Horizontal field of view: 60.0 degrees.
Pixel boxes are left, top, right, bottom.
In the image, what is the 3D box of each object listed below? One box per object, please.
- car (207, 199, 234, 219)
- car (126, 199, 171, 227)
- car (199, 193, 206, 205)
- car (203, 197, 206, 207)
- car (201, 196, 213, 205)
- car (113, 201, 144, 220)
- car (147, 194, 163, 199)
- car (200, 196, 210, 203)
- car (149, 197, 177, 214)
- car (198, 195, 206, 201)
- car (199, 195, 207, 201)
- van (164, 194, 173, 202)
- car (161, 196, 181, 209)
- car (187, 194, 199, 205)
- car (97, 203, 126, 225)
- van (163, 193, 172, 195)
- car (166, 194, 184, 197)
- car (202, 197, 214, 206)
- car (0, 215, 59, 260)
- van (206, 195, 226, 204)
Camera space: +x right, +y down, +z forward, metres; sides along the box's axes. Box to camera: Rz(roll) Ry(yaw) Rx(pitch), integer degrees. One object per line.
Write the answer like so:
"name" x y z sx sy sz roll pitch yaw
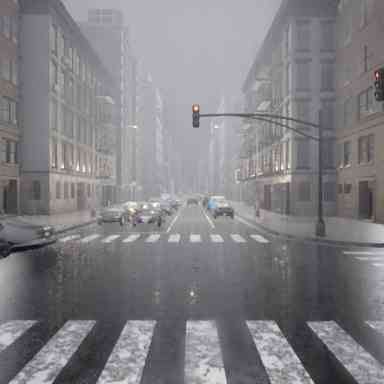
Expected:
"car" 2.637 1.544 28.894 2.008 1.369 4.403 0 0 0
"car" -2.851 1.486 22.855 2.128 1.511 4.902 0 0 0
"car" 2.641 1.304 50.519 2.192 1.841 5.009 0 0 0
"car" 2.639 1.573 39.707 1.802 1.307 4.206 0 0 0
"car" 2.643 1.538 61.332 2.008 1.369 4.403 0 0 0
"car" -5.398 1.519 28.723 1.752 1.417 4.829 0 0 0
"car" -5.414 1.430 45.111 1.967 1.590 4.097 0 0 0
"car" 2.644 1.512 66.907 1.752 1.417 4.829 0 0 0
"car" -2.848 1.540 32.738 2.033 1.411 5.357 0 0 0
"car" 2.648 1.548 88.363 1.947 1.339 4.313 0 0 0
"car" 2.647 1.528 82.957 1.887 1.381 4.507 0 0 0
"van" -5.446 1.325 77.548 1.690 1.788 3.998 0 0 0
"car" -2.838 1.554 42.752 1.994 1.385 4.181 0 0 1
"car" 0.094 1.493 57.056 1.837 1.490 4.892 0 0 0
"car" -5.392 1.545 23.486 2.008 1.369 4.403 0 0 0
"van" -5.435 1.327 66.735 1.690 1.788 3.998 0 0 0
"car" -2.801 1.466 53.006 1.882 1.535 5.008 0 0 1
"car" 2.642 1.554 55.925 1.947 1.339 4.313 0 0 0
"car" -7.646 1.521 11.813 5.357 1.411 2.033 1 0 0
"van" 2.638 1.333 34.300 1.690 1.788 3.998 0 0 0
